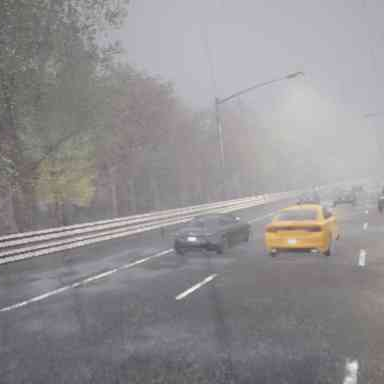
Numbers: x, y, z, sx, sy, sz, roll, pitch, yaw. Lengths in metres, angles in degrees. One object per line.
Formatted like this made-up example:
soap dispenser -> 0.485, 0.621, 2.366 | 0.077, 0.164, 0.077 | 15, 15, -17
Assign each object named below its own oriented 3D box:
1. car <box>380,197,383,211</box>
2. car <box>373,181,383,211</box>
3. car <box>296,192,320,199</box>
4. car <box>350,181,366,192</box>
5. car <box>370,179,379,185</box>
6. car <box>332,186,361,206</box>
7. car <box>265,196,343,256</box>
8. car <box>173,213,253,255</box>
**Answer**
car -> 7.105, 1.003, 10.123 | 2.033, 1.411, 5.357 | -5, 0, 28
car -> 14.148, 0.278, 23.326 | 2.097, 1.767, 4.553 | -5, 0, 28
car -> 11.827, 0.714, 33.761 | 2.033, 1.411, 5.357 | -5, 0, 28
car -> 29.122, -0.705, 58.723 | 1.882, 1.535, 5.008 | -5, 0, 28
car -> 36.931, -1.274, 65.915 | 2.033, 1.411, 5.357 | -5, 0, 28
car -> 13.959, 0.521, 30.345 | 2.033, 1.411, 5.357 | -5, 0, 28
car -> 4.036, 1.197, 11.797 | 1.882, 1.535, 5.008 | -5, 0, 28
car -> 0.948, 1.549, 13.410 | 1.994, 1.385, 4.181 | -5, 0, 28
